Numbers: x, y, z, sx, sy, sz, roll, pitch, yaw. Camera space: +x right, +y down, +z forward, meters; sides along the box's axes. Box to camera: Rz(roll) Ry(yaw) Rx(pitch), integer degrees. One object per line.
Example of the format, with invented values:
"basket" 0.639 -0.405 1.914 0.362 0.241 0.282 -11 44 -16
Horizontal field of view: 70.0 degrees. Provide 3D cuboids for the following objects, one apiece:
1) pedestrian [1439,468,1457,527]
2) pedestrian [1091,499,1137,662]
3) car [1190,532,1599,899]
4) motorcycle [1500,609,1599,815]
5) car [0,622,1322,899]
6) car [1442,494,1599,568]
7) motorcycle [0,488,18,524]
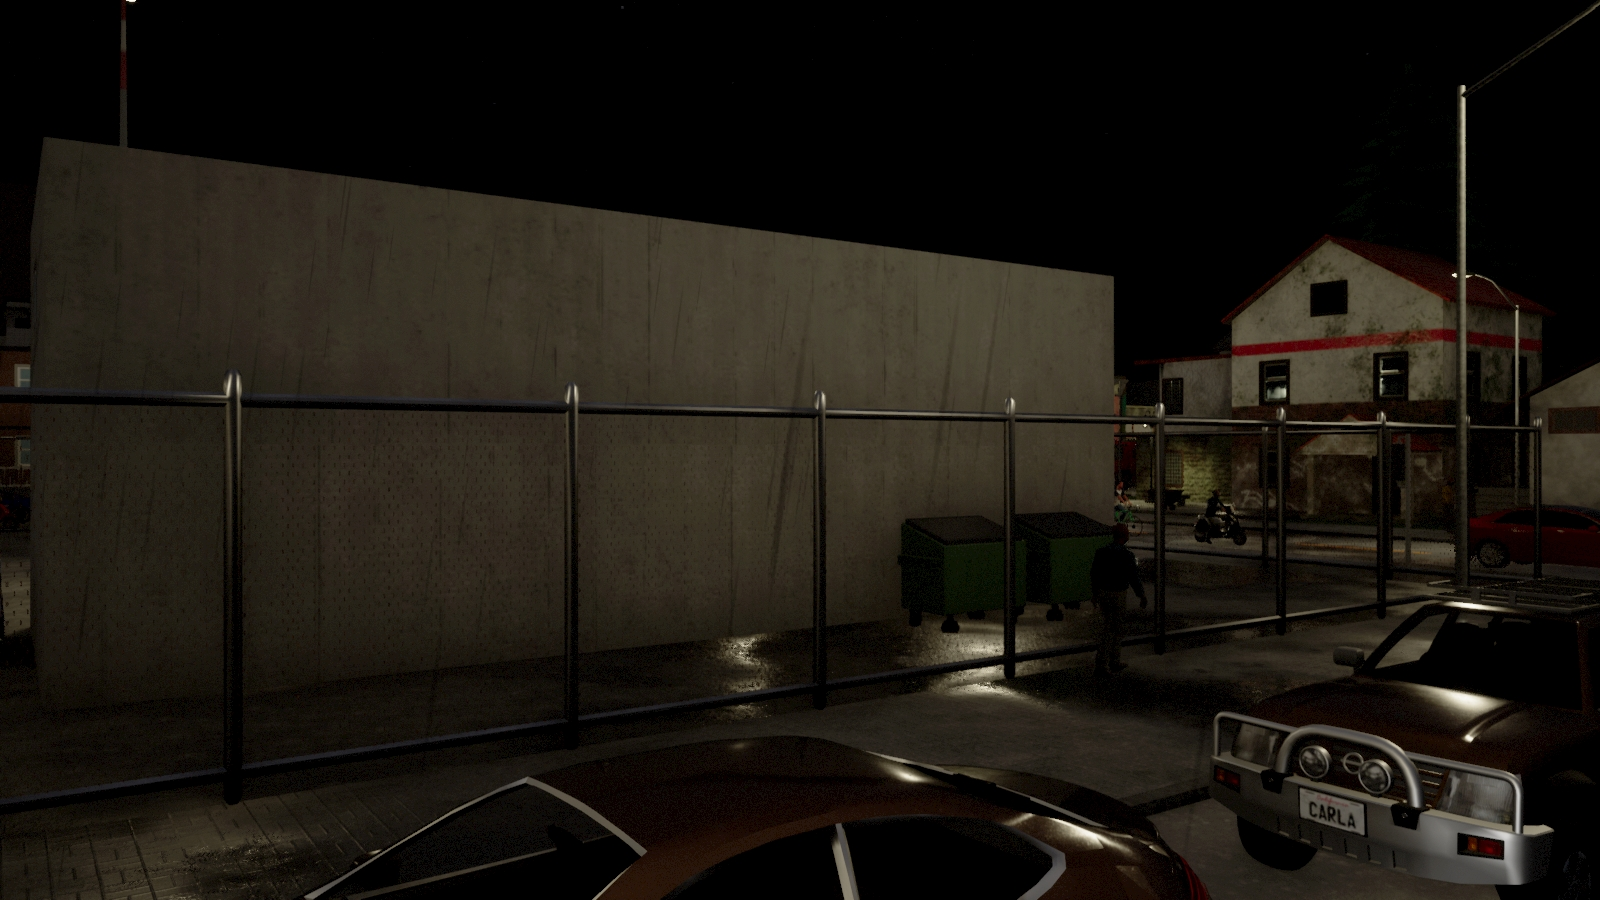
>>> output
"pedestrian" 20.609 1.510 36.353 0.375 1.860 0.375 0 0 -36
"pedestrian" 3.697 1.520 13.460 0.375 1.860 0.375 0 0 -35
"car" 4.948 1.640 7.839 4.605 1.855 1.932 0 0 -35
"motorcycle" 6.256 1.958 8.768 1.805 1.236 0.856 0 0 -35
"car" -0.619 1.771 3.955 5.027 1.651 2.152 0 0 -35
"car" 17.808 1.831 26.216 2.231 1.480 4.892 0 0 -35
"motorcycle" -28.399 1.962 39.881 1.805 1.236 0.856 0 0 -35
